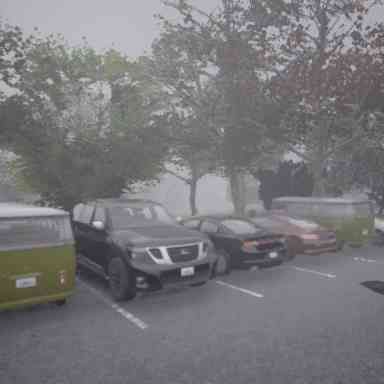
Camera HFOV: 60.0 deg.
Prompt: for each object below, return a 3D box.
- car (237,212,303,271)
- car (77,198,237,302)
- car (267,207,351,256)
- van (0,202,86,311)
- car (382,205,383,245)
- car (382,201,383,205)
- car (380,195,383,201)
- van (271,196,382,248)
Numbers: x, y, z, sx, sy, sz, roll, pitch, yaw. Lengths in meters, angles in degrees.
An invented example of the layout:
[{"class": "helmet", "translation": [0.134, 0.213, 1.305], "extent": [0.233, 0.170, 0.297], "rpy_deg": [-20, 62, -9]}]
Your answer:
[{"class": "car", "translation": [0.652, 1.458, 10.518], "extent": [2.097, 1.535, 5.008], "rpy_deg": [0, 0, -35]}, {"class": "car", "translation": [-1.692, 1.217, 8.818], "extent": [2.435, 2.045, 5.566], "rpy_deg": [0, 0, -36]}, {"class": "car", "translation": [2.907, 1.489, 12.130], "extent": [2.002, 1.452, 4.674], "rpy_deg": [0, 0, -36]}, {"class": "van", "translation": [-4.031, 1.253, 7.328], "extent": [1.878, 1.987, 4.442], "rpy_deg": [0, 0, -36]}, {"class": "car", "translation": [7.312, 1.470, 15.279], "extent": [2.002, 1.452, 4.674], "rpy_deg": [0, 0, -36]}, {"class": "car", "translation": [9.673, 1.419, 16.953], "extent": [2.097, 1.535, 5.008], "rpy_deg": [0, 0, -35]}, {"class": "car", "translation": [14.197, 1.149, 20.152], "extent": [2.435, 2.045, 5.566], "rpy_deg": [0, 0, -36]}, {"class": "van", "translation": [4.989, 1.214, 13.762], "extent": [1.878, 1.987, 4.442], "rpy_deg": [0, 0, -35]}]
